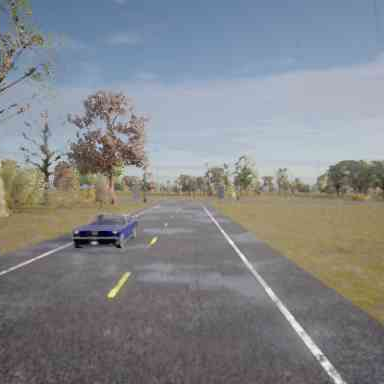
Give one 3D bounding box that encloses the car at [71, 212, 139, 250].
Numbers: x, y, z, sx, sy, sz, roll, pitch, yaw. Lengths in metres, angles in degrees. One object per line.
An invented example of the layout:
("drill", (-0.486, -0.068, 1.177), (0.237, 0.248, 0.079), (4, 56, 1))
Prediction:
("car", (-3.603, 1.595, 14.556), (1.895, 1.301, 4.718), (0, 0, 0))
